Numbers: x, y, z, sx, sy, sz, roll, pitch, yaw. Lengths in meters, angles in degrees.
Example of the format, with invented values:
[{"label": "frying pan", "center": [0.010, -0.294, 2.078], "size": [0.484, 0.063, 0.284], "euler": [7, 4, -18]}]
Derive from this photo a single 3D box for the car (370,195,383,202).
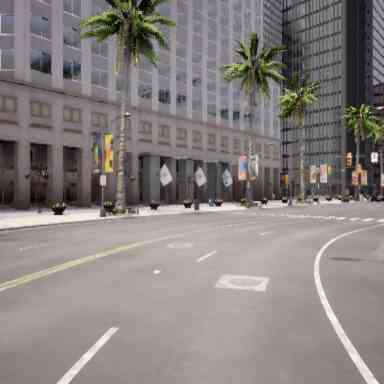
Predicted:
[{"label": "car", "center": [40.421, 1.475, 72.304], "size": [2.161, 1.482, 4.786], "euler": [0, 0, 44]}]
